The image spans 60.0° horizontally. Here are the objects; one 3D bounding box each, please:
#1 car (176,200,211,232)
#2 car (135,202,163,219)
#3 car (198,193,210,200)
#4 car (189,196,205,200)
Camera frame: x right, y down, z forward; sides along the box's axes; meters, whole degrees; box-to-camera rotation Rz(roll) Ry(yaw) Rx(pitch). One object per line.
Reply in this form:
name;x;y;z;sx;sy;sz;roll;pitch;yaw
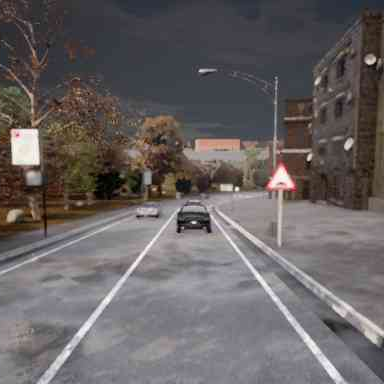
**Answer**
car;0.096;1.441;19.786;1.882;1.535;5.008;0;0;0
car;-3.578;1.548;28.305;1.895;1.301;4.718;0;0;0
car;2.298;0.937;69.201;1.994;1.385;4.181;2;2;18
car;0.276;1.460;38.109;1.812;1.442;4.674;0;0;2
